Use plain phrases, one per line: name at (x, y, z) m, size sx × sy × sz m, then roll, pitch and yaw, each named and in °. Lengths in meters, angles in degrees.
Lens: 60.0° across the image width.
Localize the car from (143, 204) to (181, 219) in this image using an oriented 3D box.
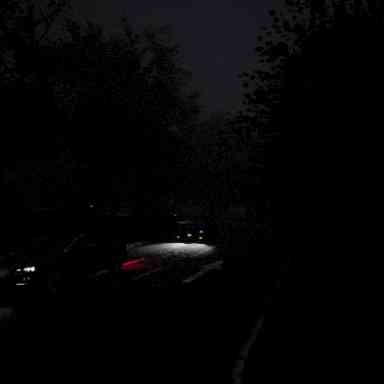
car at (-3.515, 2.668, 40.411) m, size 4.674 × 1.442 × 1.812 m, roll 2°, pitch -2°, yaw 27°

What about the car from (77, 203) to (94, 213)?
car at (-16.867, 2.208, 49.248) m, size 4.902 × 1.511 × 2.128 m, roll 3°, pitch -3°, yaw 21°

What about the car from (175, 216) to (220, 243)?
car at (0.488, 2.483, 21.869) m, size 1.994 × 1.385 × 4.181 m, roll -1°, pitch -2°, yaw 19°

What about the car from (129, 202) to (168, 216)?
car at (-5.696, 2.417, 45.052) m, size 5.566 × 2.045 × 2.150 m, roll 3°, pitch -2°, yaw 22°

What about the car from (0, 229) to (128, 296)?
car at (-3.771, 1.912, 10.018) m, size 2.128 × 1.511 × 4.902 m, roll -1°, pitch -3°, yaw 20°
